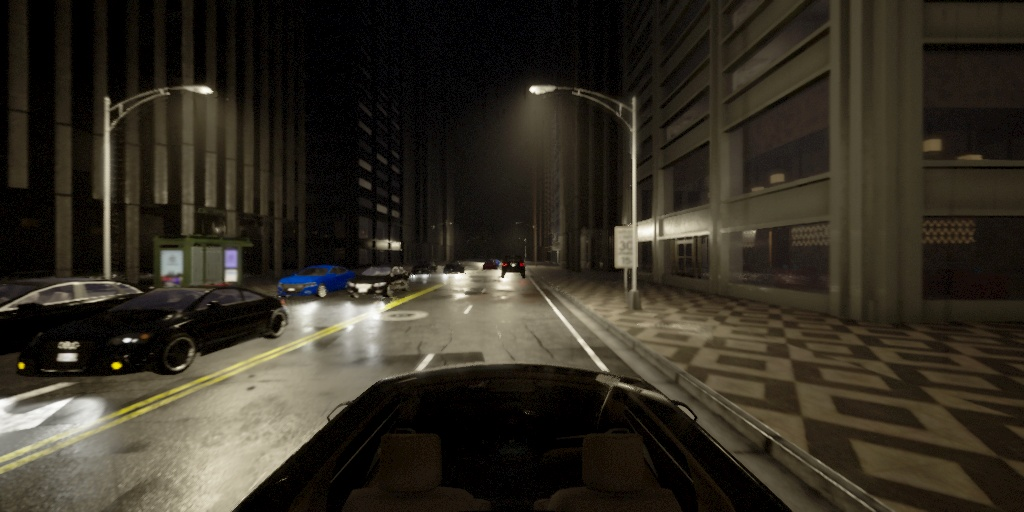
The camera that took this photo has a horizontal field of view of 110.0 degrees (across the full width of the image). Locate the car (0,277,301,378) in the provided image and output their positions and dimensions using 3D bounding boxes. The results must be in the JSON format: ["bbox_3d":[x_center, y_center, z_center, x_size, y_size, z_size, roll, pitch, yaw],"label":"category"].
[{"bbox_3d":[-6.595,1.313,7.310,1.994,1.385,4.181,0,0,0],"label":"car"}]

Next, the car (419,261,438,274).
[{"bbox_3d":[-9.758,1.296,40.722,2.033,1.411,5.357,0,0,0],"label":"car"}]

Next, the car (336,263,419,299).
[{"bbox_3d":[-6.596,1.235,18.273,2.128,1.511,4.902,0,0,0],"label":"car"}]

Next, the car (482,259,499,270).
[{"bbox_3d":[-3.178,1.316,51.820,1.994,1.385,4.181,0,0,0],"label":"car"}]

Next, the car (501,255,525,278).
[{"bbox_3d":[0.107,0.961,34.214,2.150,2.045,5.566,0,-1,-1],"label":"car"}]

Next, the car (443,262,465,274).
[{"bbox_3d":[-6.504,1.313,40.670,1.994,1.385,4.181,0,0,1],"label":"car"}]

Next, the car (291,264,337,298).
[{"bbox_3d":[-9.843,1.224,18.518,1.882,1.535,5.008,0,0,0],"label":"car"}]

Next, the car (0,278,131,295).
[{"bbox_3d":[-9.844,1.240,7.353,2.128,1.511,4.902,0,0,0],"label":"car"}]
